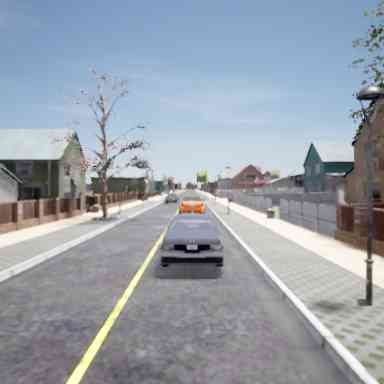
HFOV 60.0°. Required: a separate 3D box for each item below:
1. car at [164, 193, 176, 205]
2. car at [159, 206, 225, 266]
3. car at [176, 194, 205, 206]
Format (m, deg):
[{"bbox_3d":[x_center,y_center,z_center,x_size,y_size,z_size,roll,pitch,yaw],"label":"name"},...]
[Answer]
[{"bbox_3d":[-2.803,0.969,46.921,1.837,1.490,4.892,0,0,1],"label":"car"},{"bbox_3d":[0.019,1.424,10.961,2.033,1.411,5.357,0,1,0],"label":"car"},{"bbox_3d":[0.041,1.033,28.077,2.097,1.767,4.553,0,1,1],"label":"car"}]
